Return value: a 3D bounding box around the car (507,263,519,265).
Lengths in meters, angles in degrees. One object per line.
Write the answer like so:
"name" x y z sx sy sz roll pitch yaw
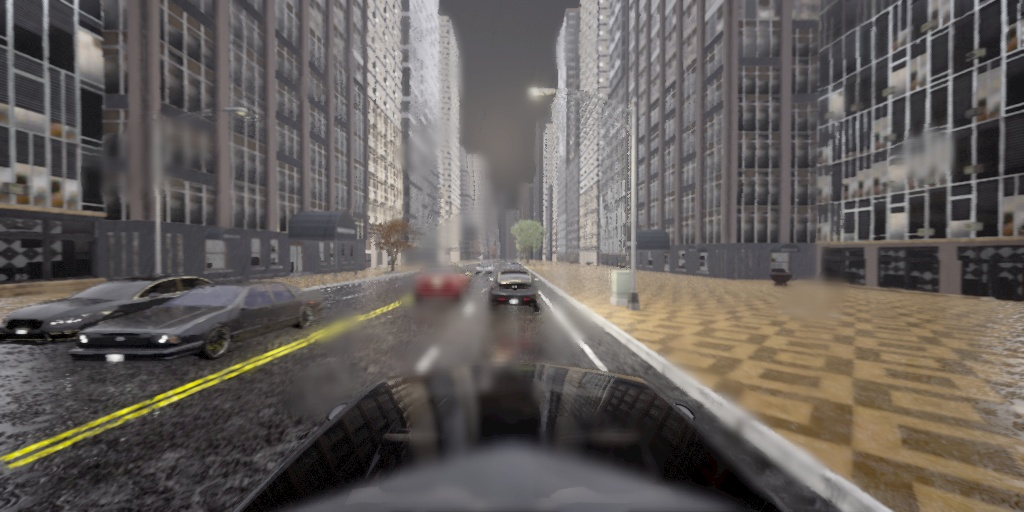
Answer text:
"car" 0.087 1.433 37.487 2.033 1.411 5.357 0 0 0

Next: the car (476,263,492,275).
"car" -3.165 1.507 42.885 1.895 1.301 4.718 0 0 0

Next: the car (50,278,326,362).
"car" -6.603 1.323 8.624 2.033 1.411 5.357 0 0 0

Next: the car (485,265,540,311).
"car" 0.095 1.305 14.719 1.837 1.490 4.892 0 0 0

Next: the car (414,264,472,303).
"car" -3.156 1.160 17.301 2.097 1.767 4.553 0 0 0

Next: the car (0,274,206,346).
"car" -9.851 1.283 9.630 1.837 1.490 4.892 0 0 0
